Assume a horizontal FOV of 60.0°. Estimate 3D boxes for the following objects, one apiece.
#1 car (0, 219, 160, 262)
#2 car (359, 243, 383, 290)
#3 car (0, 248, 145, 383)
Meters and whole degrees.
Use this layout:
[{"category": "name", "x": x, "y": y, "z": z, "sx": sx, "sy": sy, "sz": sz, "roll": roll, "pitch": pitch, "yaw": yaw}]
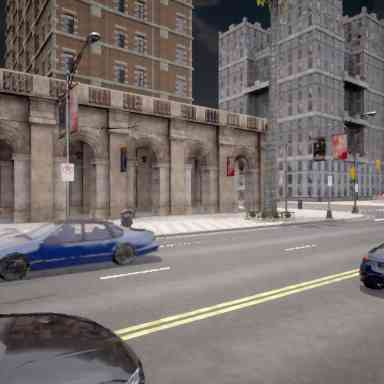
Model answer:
[{"category": "car", "x": -3.626, "y": 1.547, "z": 10.004, "sx": 5.357, "sy": 1.411, "sz": 2.033, "roll": 0, "pitch": 0, "yaw": -35}, {"category": "car", "x": 5.843, "y": 1.564, "z": 7.911, "sx": 4.181, "sy": 1.385, "sz": 1.994, "roll": 0, "pitch": 0, "yaw": -36}, {"category": "car", "x": -2.607, "y": 1.492, "z": 1.890, "sx": 4.902, "sy": 1.511, "sz": 2.128, "roll": 0, "pitch": 0, "yaw": -35}]
